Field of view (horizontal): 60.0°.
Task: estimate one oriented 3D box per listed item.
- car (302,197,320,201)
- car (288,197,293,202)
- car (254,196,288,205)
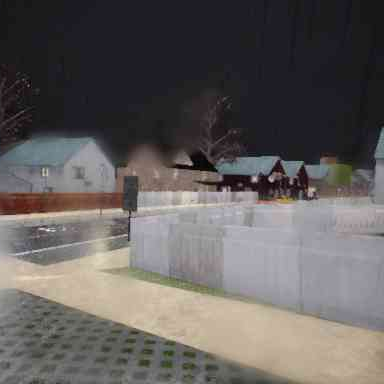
[{"bbox_3d":[18.313,1.433,50.653,1.812,1.442,4.674,4,3,40],"label":"car"},{"bbox_3d":[13.017,1.280,48.537,1.882,1.535,5.008,4,3,39],"label":"car"},{"bbox_3d":[9.070,1.306,38.917,2.097,1.767,4.553,4,2,36],"label":"car"}]
